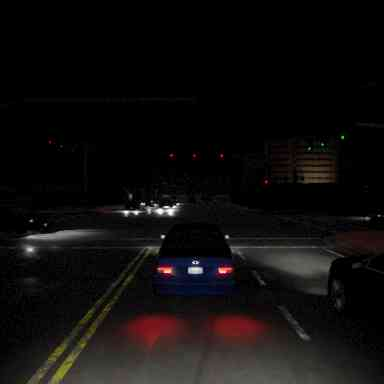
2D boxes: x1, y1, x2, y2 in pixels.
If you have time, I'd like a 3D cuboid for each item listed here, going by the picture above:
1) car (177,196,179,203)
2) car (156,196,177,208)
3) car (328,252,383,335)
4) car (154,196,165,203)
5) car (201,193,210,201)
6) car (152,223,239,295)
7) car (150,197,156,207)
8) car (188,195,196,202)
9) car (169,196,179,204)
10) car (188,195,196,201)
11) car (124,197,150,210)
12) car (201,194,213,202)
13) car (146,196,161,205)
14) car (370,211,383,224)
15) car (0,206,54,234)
[{"bbox_3d":[-3.622,1.492,56.880,2.128,1.511,4.902,0,0,0],"label":"car"},{"bbox_3d":[-3.630,1.601,47.563,1.895,1.301,4.718,0,0,0],"label":"car"},{"bbox_3d":[3.560,1.491,4.624,2.128,1.511,4.902,0,0,0],"label":"car"},{"bbox_3d":[-7.048,1.553,71.675,1.994,1.385,4.181,0,0,0],"label":"car"},{"bbox_3d":[3.443,1.228,84.616,2.097,1.767,4.553,0,0,0],"label":"car"},{"bbox_3d":[0.077,1.547,8.868,2.033,1.411,5.357,0,0,0],"label":"car"},{"bbox_3d":[-7.128,1.505,51.956,1.837,1.490,4.892,0,0,0],"label":"car"},{"bbox_3d":[-0.050,1.531,74.368,2.033,1.411,5.357,0,0,0],"label":"car"},{"bbox_3d":[-3.566,1.505,66.926,1.837,1.490,4.892,0,0,0],"label":"car"},{"bbox_3d":[-0.057,1.425,84.641,1.994,1.385,4.181,0,0,0],"label":"car"},{"bbox_3d":[-7.170,1.547,42.314,2.033,1.411,5.357,0,0,2],"label":"car"},{"bbox_3d":[3.450,1.344,74.660,2.097,1.767,4.553,0,0,0],"label":"car"},{"bbox_3d":[-7.105,1.547,61.756,2.033,1.411,5.357,0,0,0],"label":"car"},{"bbox_3d":[14.257,1.547,20.982,5.357,1.411,2.033,0,0,-1],"label":"car"},{"bbox_3d":[-10.139,1.525,19.182,4.674,1.442,1.812,0,-1,24],"label":"car"}]
